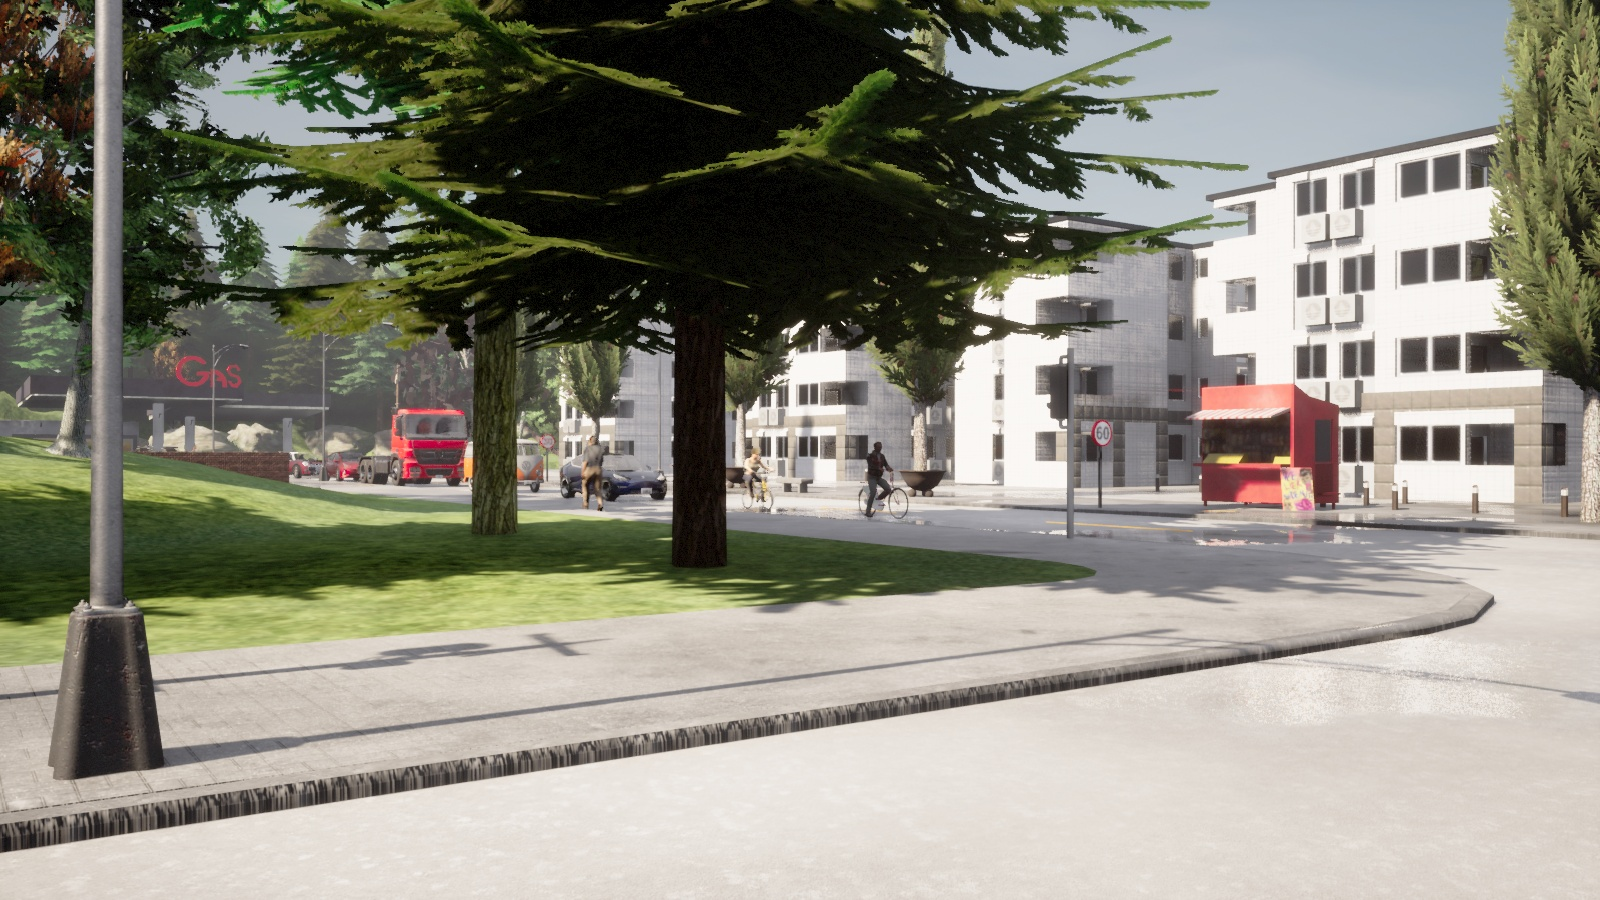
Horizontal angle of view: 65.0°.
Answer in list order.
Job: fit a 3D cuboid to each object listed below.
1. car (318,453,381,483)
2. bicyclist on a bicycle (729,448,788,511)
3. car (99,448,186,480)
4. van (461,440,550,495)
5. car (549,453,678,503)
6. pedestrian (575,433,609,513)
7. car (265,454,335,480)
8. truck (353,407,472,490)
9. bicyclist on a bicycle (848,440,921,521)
[{"bbox_3d":[-23.367,0.900,65.050,2.007,1.525,4.514,0,0,-35],"label":"car"},{"bbox_3d":[-1.101,0.764,32.978,0.866,1.612,1.509,0,-1,-35],"label":"bicyclist on a bicycle"},{"bbox_3d":[-39.952,0.834,76.413,4.605,1.855,1.932,0,-1,-24],"label":"car"},{"bbox_3d":[-11.201,0.638,47.506,1.775,1.987,4.442,0,0,-35],"label":"van"},{"bbox_3d":[-6.035,0.855,40.067,2.163,1.488,4.792,0,0,-35],"label":"car"},{"bbox_3d":[-4.928,0.538,29.724,0.540,1.848,0.694,0,0,-33],"label":"pedestrian"},{"bbox_3d":[-28.525,0.947,71.576,3.806,1.475,1.970,0,0,36],"label":"car"},{"bbox_3d":[-17.609,-0.061,56.731,2.891,3.462,7.936,0,0,-35],"label":"truck"},{"bbox_3d":[1.906,0.681,28.688,0.659,1.776,1.843,0,0,-34],"label":"bicyclist on a bicycle"}]
